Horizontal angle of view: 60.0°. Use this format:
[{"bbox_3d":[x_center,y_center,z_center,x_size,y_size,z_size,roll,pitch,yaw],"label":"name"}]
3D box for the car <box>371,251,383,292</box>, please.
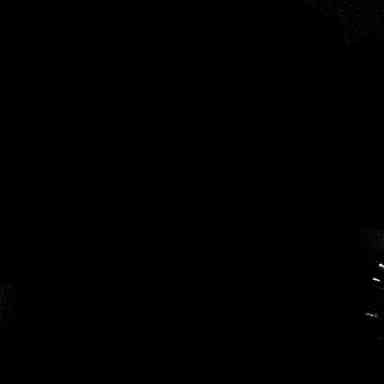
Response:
[{"bbox_3d":[6.009,1.490,7.639,4.902,1.511,2.128,0,0,-35],"label":"car"}]
